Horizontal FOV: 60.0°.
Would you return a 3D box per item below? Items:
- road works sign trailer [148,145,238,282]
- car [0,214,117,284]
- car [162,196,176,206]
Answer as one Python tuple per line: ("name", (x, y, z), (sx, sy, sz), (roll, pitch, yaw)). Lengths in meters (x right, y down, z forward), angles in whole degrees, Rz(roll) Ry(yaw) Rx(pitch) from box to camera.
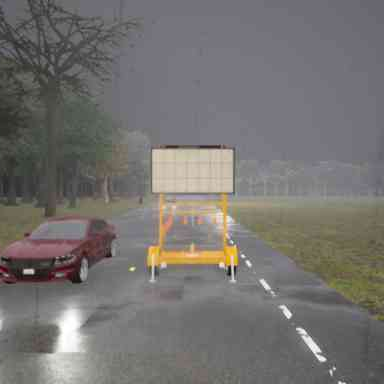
("road works sign trailer", (0.021, 0.456, 9.664), (2.380, 3.560, 2.880), (0, 0, 0))
("car", (-3.578, 1.469, 9.798), (1.882, 1.535, 5.008), (0, 0, 0))
("car", (-3.482, 1.335, 50.904), (1.812, 1.442, 4.674), (0, 0, 0))
